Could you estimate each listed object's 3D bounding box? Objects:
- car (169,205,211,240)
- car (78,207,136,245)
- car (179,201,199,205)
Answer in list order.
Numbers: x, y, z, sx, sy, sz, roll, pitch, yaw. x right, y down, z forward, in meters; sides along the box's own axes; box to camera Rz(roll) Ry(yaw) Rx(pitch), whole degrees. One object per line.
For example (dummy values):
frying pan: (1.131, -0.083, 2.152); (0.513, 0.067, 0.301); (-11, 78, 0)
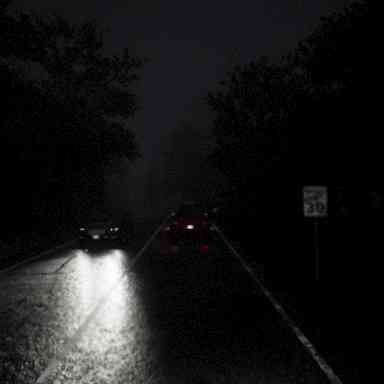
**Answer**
car: (-0.112, 1.564, 17.154); (1.994, 1.385, 4.181); (0, 0, -1)
car: (-3.786, 1.492, 15.493); (2.128, 1.511, 4.902); (0, 0, -1)
car: (-0.323, 1.645, 33.927); (1.882, 1.535, 5.008); (0, -2, -1)
